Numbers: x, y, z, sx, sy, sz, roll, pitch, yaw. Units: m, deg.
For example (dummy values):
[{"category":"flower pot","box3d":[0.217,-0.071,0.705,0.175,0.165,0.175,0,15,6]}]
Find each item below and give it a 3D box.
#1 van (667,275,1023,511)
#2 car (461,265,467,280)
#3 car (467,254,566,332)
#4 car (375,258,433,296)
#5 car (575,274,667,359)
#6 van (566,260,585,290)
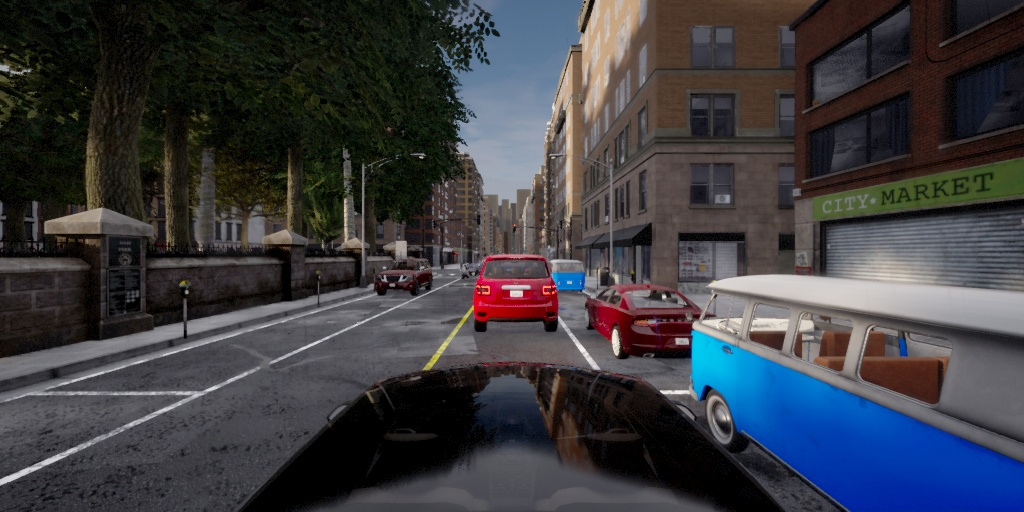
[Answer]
[{"category":"van","box3d":[2.856,1.091,2.578,1.690,1.789,3.998,0,0,0]},{"category":"car","box3d":[-3.013,1.208,30.015,1.994,1.385,4.181,0,0,0]},{"category":"car","box3d":[0.093,0.970,10.997,2.150,2.045,5.566,0,0,0]},{"category":"car","box3d":[-5.676,1.059,19.516,2.192,1.841,5.009,0,0,0]},{"category":"car","box3d":[2.854,1.294,8.239,1.888,1.381,4.507,0,0,0]},{"category":"van","box3d":[2.849,1.085,19.560,1.690,1.789,3.998,0,0,0]}]
